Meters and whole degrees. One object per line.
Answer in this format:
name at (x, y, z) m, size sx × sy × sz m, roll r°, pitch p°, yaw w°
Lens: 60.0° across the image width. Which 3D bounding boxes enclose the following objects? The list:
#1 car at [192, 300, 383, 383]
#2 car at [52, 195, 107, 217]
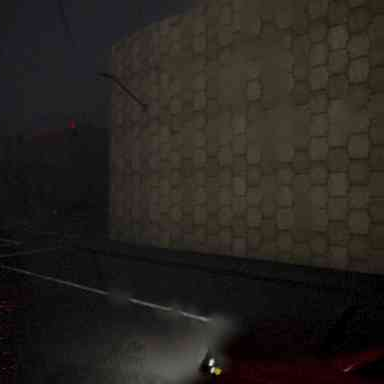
car at (2.045, 1.562, 2.535) m, size 4.181 × 1.385 × 1.994 m, roll 0°, pitch 0°, yaw 36°
car at (-9.590, 1.115, 28.586) m, size 2.128 × 1.511 × 4.902 m, roll 0°, pitch 5°, yaw 35°
